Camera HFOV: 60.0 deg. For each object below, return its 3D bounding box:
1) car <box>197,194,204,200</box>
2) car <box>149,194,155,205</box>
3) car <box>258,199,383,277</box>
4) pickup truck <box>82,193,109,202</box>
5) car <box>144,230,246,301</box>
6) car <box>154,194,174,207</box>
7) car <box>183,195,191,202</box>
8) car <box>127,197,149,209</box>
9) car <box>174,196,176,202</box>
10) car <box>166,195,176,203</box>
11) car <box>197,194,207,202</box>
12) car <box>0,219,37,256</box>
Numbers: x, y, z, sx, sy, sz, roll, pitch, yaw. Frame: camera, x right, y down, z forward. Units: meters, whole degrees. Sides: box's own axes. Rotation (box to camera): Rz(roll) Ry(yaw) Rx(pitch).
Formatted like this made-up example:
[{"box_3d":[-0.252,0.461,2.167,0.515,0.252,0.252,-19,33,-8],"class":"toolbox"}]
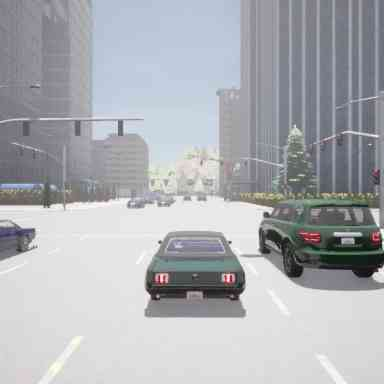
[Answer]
[{"box_3d":[2.227,1.386,89.046,1.882,1.535,5.008,0,0,-1],"class":"car"},{"box_3d":[-7.906,1.564,58.127,1.994,1.385,4.181,0,0,-1],"class":"car"},{"box_3d":[3.585,1.221,10.330,2.150,2.045,5.566,0,0,0],"class":"car"},{"box_3d":[-21.173,1.058,73.355,2.390,2.098,6.274,0,0,30],"class":"pickup truck"},{"box_3d":[0.074,1.601,8.301,1.895,1.301,4.718,0,0,0],"class":"car"},{"box_3d":[-4.340,1.491,52.258,2.128,1.511,4.902,0,0,-1],"class":"car"},{"box_3d":[-1.122,1.500,78.496,1.837,1.490,4.892,0,0,-1],"class":"car"},{"box_3d":[-7.823,1.491,46.598,2.128,1.511,4.902,0,0,1],"class":"car"},{"box_3d":[-4.456,1.491,62.513,2.128,1.511,4.902,0,0,0],"class":"car"},{"box_3d":[-4.543,1.478,72.822,1.882,1.535,5.008,0,0,-1],"class":"car"},{"box_3d":[2.373,1.348,78.765,2.097,1.767,4.553,0,0,-1],"class":"car"},{"box_3d":[-7.096,1.601,10.982,1.895,1.301,4.718,0,0,0],"class":"car"}]
